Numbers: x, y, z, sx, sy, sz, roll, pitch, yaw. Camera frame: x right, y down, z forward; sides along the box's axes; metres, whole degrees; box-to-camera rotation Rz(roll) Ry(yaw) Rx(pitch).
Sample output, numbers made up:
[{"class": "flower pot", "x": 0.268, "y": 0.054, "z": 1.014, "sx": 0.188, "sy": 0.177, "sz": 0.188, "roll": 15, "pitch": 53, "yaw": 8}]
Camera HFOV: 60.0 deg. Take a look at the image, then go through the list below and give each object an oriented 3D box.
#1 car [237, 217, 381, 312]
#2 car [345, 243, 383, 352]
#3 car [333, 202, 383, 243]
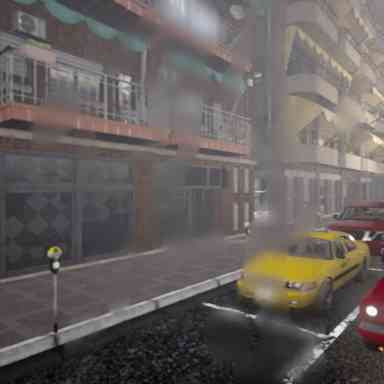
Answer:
[{"class": "car", "x": 2.856, "y": 1.524, "z": 7.815, "sx": 1.752, "sy": 1.417, "sz": 4.829, "roll": 0, "pitch": 0, "yaw": 40}, {"class": "car", "x": 4.224, "y": 1.600, "z": 5.404, "sx": 1.895, "sy": 1.301, "sz": 4.718, "roll": 0, "pitch": 0, "yaw": 40}, {"class": "car", "x": 6.536, "y": 1.314, "z": 12.163, "sx": 2.192, "sy": 1.841, "sz": 5.009, "roll": 0, "pitch": 0, "yaw": 40}]
